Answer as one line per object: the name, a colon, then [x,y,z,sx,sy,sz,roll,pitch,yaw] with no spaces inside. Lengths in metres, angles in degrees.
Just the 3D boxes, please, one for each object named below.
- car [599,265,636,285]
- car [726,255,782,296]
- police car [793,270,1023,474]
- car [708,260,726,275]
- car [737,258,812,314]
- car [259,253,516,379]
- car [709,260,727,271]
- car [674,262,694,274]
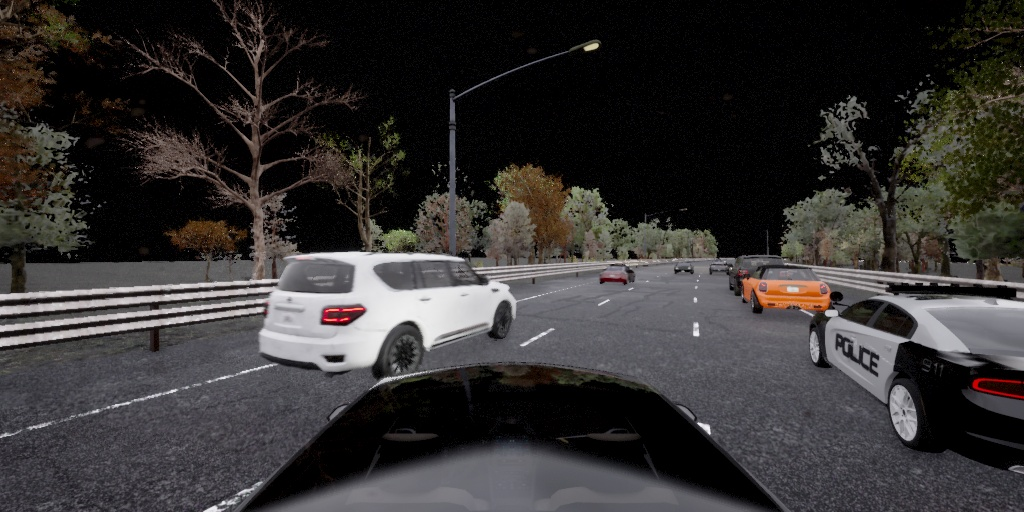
car: [7.859,1.320,26.470,1.994,1.385,4.181,0,0,28]
car: [12.761,0.978,18.755,2.150,2.045,5.566,0,0,28]
police car: [5.637,1.175,4.743,1.930,1.638,5.238,0,0,26]
car: [22.677,1.261,39.235,2.128,1.511,4.902,0,0,30]
car: [10.015,1.102,13.438,2.097,1.767,4.553,0,0,27]
car: [-1.919,0.969,7.386,2.150,2.045,5.566,0,0,26]
car: [29.222,1.333,50.852,2.033,1.411,5.357,0,0,30]
car: [19.550,1.370,40.657,1.895,1.301,4.718,0,0,29]
